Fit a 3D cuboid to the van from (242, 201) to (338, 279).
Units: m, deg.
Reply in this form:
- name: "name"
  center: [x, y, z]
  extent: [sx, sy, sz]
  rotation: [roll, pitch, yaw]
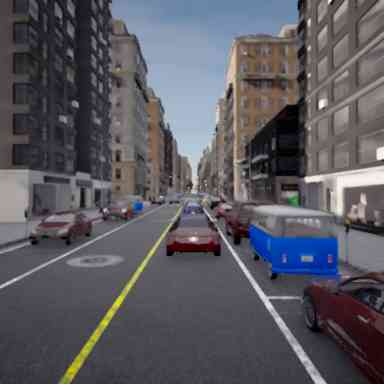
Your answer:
- name: "van"
  center: [2.694, 1.320, 9.622]
  extent: [1.690, 1.788, 3.998]
  rotation: [1, 0, 0]

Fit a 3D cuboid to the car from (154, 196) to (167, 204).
- name: "car"
  center: [-5.746, 1.422, 60.700]
  extent: [1.887, 1.381, 4.507]
  rotation: [1, 0, 0]

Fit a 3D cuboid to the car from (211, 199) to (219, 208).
- name: "car"
  center: [2.721, 1.526, 26.642]
  extent: [1.802, 1.307, 4.206]
  rotation: [1, 0, 0]

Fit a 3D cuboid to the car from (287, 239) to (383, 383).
- name: "car"
  center: [2.682, 1.573, 3.949]
  extent: [1.802, 1.307, 4.206]
  rotation: [1, 0, 0]

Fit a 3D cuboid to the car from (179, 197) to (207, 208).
- name: "car"
  center: [0.101, 1.466, 28.585]
  extent: [1.812, 1.442, 4.674]
  rotation: [0, 0, 1]

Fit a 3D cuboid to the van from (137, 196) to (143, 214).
- name: "van"
  center: [-5.793, 1.275, 32.335]
  extent: [1.690, 1.788, 3.998]
  rotation: [1, 0, 0]

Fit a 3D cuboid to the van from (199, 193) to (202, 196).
- name: "van"
  center: [2.791, 1.206, 66.355]
  extent: [1.690, 1.788, 3.998]
  rotation: [1, 0, 0]

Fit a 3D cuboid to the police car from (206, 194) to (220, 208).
- name: "police car"
  center: [3.205, 1.340, 41.535]
  extent: [1.930, 1.638, 5.238]
  rotation: [0, 0, 0]

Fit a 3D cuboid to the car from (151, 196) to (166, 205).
- name: "car"
  center: [-5.756, 1.455, 55.027]
  extent: [1.947, 1.339, 4.313]
  rotation: [1, 0, 0]

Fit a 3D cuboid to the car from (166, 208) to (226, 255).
- name: "car"
  center: [0.070, 1.536, 13.104]
  extent: [1.994, 1.385, 4.181]
  rotation: [0, 0, 1]

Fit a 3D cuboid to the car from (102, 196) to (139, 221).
- name: "car"
  center: [-5.804, 1.385, 26.662]
  extent: [1.967, 1.590, 4.097]
  rotation: [1, 0, 0]

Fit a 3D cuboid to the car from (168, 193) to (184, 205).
- name: "car"
  center: [-2.957, 1.432, 57.327]
  extent: [2.033, 1.411, 5.357]
  rotation: [0, 0, 1]

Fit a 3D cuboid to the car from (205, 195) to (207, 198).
- name: "car"
  center: [3.232, 1.427, 48.425]
  extent: [1.812, 1.442, 4.674]
  rotation: [0, 0, 0]

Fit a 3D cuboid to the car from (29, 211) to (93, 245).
- name: "car"
  center: [-5.824, 1.549, 15.317]
  extent: [1.802, 1.307, 4.206]
  rotation: [1, 0, 0]

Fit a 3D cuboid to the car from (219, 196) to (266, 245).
- name: "car"
  center: [2.704, 1.282, 15.295]
  extent: [2.192, 1.841, 5.009]
  rotation: [1, 0, 0]

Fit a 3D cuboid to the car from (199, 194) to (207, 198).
- name: "car"
  center: [2.780, 1.401, 60.852]
  extent: [1.752, 1.417, 4.829]
  rotation: [1, 0, 0]
